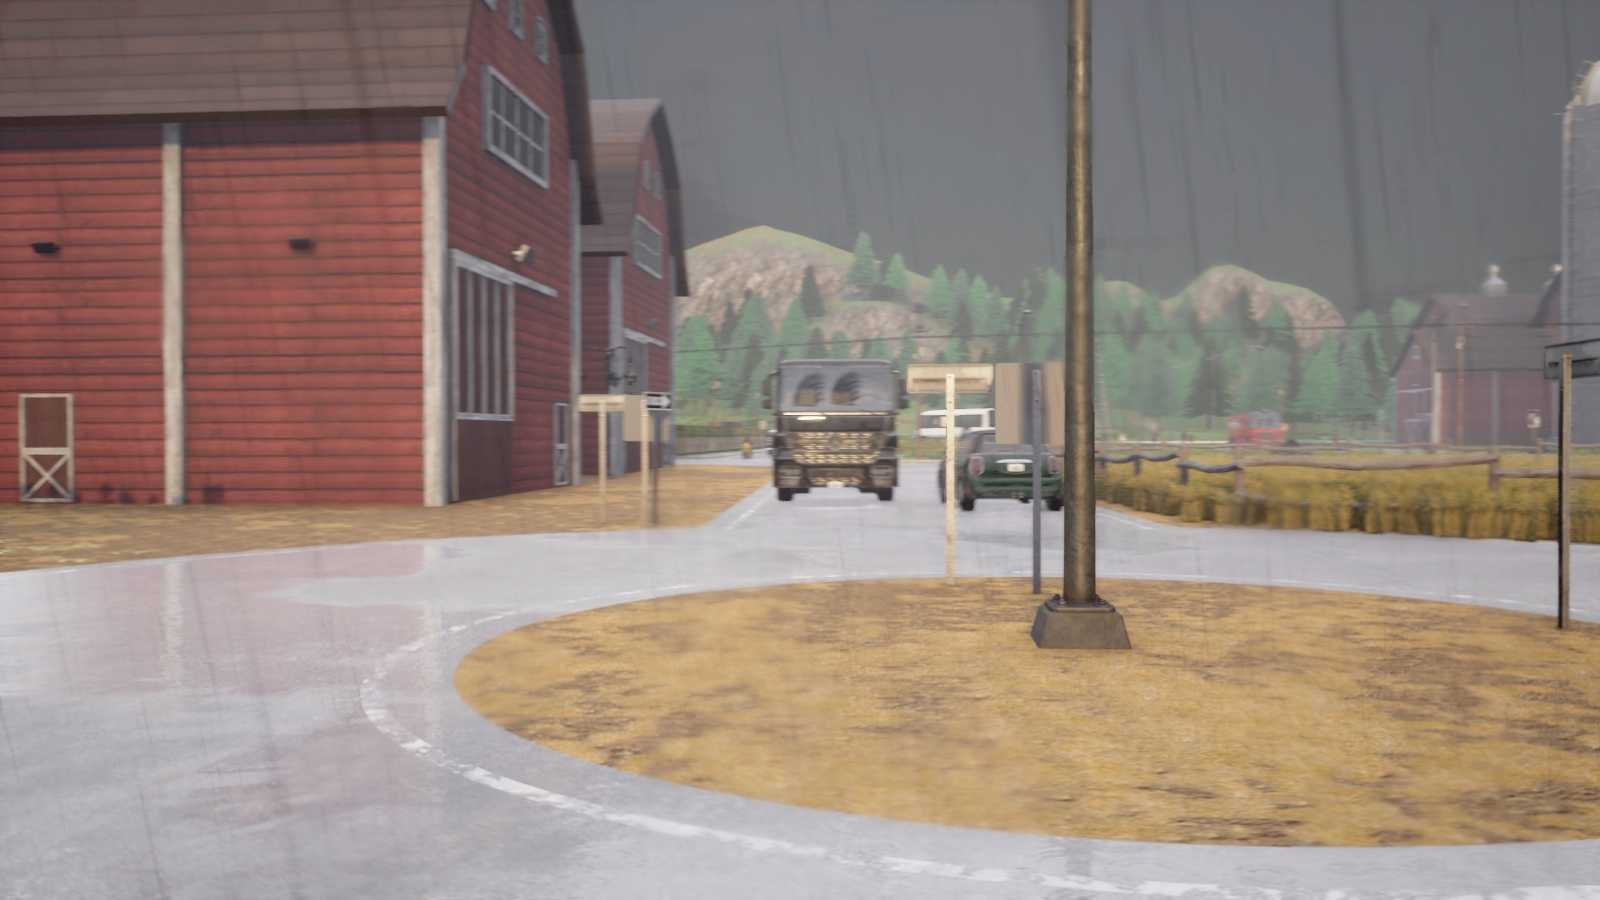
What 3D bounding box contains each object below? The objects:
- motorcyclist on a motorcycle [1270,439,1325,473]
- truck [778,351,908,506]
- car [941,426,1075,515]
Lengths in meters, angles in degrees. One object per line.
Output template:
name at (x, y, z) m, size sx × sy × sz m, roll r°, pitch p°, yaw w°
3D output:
motorcyclist on a motorcycle at (23.231, 0.281, 58.649) m, size 2.191 × 1.530 × 0.866 m, roll 0°, pitch 1°, yaw 5°
truck at (1.091, -0.528, 32.029) m, size 2.891 × 3.462 × 7.936 m, roll 0°, pitch 1°, yaw 2°
car at (4.416, 0.383, 27.392) m, size 2.097 × 1.767 × 4.553 m, roll 0°, pitch 1°, yaw -1°
